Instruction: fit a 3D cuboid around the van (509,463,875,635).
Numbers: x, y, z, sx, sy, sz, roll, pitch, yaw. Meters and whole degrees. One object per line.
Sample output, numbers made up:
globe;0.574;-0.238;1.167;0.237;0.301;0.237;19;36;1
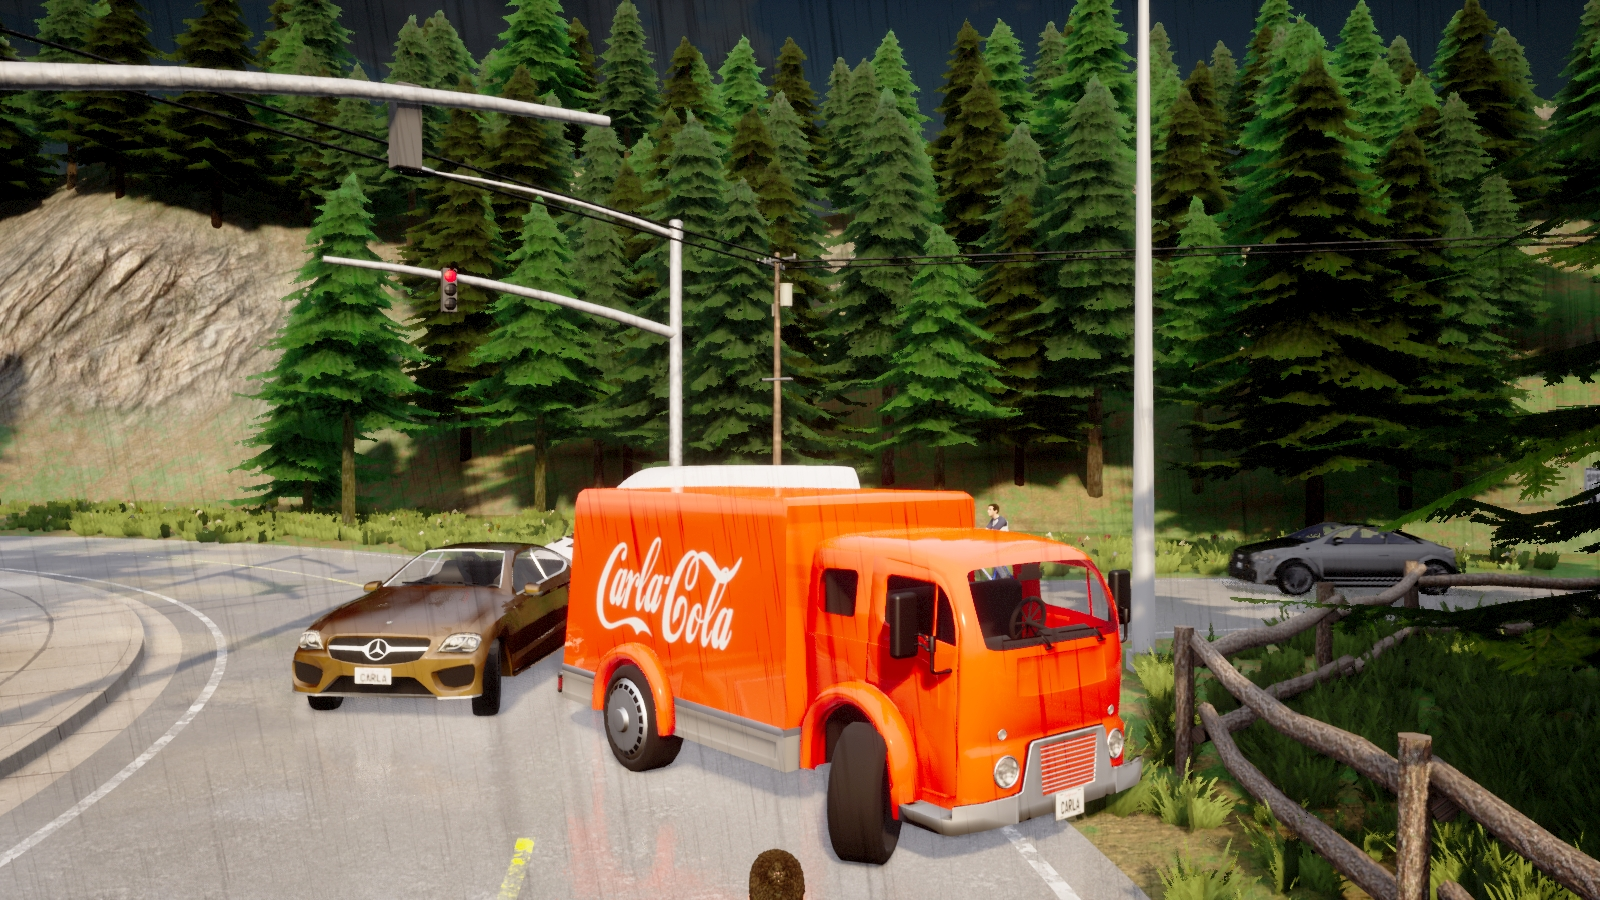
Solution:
van;-1.776;1.528;19.549;5.915;2.561;1.988;0;0;-27

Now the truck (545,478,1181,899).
truck;0.202;1.542;9.769;2.627;2.467;5.204;0;0;-39

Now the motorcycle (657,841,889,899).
motorcycle;-0.074;2.159;3.526;0.803;1.199;2.033;0;0;-2

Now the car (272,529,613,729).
car;-4.038;1.970;14.038;2.152;1.651;5.027;0;0;6

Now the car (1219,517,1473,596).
car;10.897;2.119;23.072;4.181;1.385;1.994;0;0;2
